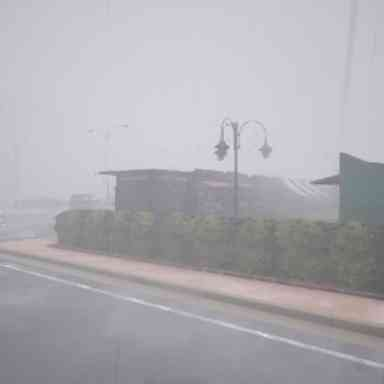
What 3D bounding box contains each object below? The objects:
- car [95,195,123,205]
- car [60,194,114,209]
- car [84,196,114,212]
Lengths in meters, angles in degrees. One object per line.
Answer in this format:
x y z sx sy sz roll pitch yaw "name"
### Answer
-12.962 1.273 52.140 1.970 1.475 3.806 0 0 34 "car"
-8.667 1.087 28.232 1.905 1.878 3.866 0 0 34 "car"
-6.272 1.334 26.606 1.970 1.475 3.806 0 0 34 "car"
